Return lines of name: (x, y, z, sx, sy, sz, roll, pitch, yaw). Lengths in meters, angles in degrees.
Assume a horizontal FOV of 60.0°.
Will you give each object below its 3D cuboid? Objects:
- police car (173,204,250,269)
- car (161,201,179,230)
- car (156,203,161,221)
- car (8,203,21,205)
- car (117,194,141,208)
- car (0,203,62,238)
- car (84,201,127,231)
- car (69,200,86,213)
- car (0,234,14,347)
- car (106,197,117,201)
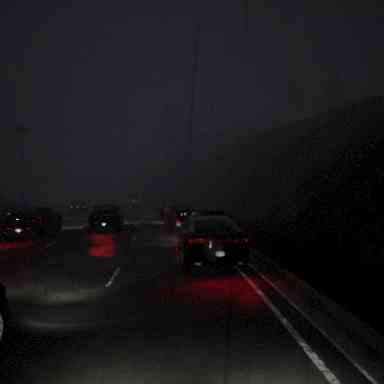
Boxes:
police car: (0.522, 1.436, 11.380, 1.930, 1.638, 5.238, 0, 0, -5)
car: (-0.751, 1.525, 21.396, 1.837, 1.490, 4.892, 0, 0, -9)
car: (-1.882, 1.503, 27.415, 1.882, 1.535, 5.008, 0, 0, -12)
car: (-13.238, 1.572, 25.499, 2.033, 1.411, 5.357, 0, 0, -12)
car: (-8.851, 1.266, 47.544, 2.150, 2.045, 5.566, 0, 0, -21)
car: (-8.344, 1.522, 17.762, 1.837, 1.490, 4.892, 0, 0, -8)
car: (-5.301, 1.524, 20.896, 1.837, 1.490, 4.892, 0, 0, -9)
car: (-12.753, 1.583, 37.352, 2.033, 1.411, 5.357, 0, 0, -17)
car: (-3.546, 1.481, 2.839, 1.882, 1.535, 5.008, 0, 0, -1)
car: (-14.385, 1.583, 60.770, 1.812, 1.442, 4.674, 0, 0, -28)
